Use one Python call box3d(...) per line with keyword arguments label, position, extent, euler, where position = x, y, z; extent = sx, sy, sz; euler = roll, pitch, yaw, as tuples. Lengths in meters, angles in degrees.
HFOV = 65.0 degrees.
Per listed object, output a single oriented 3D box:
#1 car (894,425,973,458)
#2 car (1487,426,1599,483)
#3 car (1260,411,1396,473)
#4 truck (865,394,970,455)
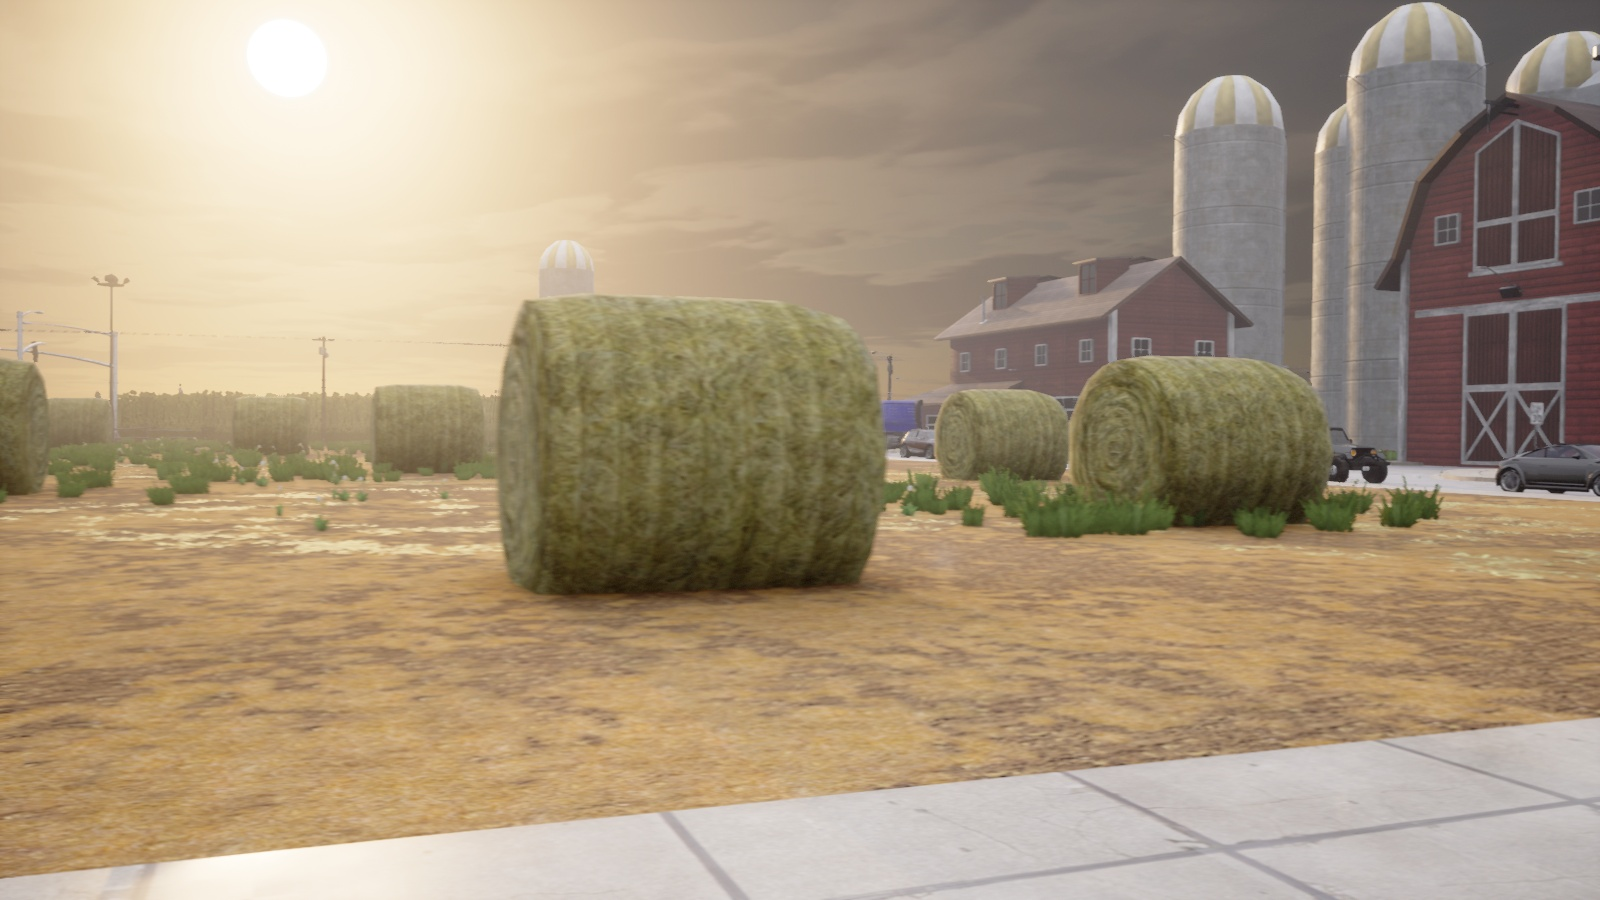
box3d(label="car", position=(6.946, -0.444, 65.796), extent=(2.033, 1.649, 4.856), euler=(-1, 1, -22))
box3d(label="car", position=(20.314, 0.088, 32.440), extent=(1.994, 1.385, 4.181), euler=(-1, 1, -22))
box3d(label="car", position=(17.016, -0.279, 40.665), extent=(1.905, 1.878, 3.866), euler=(-1, 1, -21))
box3d(label="truck", position=(6.916, -1.509, 75.238), extent=(2.891, 3.462, 7.936), euler=(-1, 1, -22))
